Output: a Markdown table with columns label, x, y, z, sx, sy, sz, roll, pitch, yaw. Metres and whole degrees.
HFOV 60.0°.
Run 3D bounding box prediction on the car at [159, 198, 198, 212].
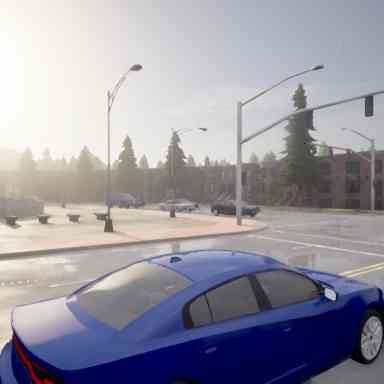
| label | x | y | z | sx | sy | sz | roll | pitch | yaw |
| --- | --- | --- | --- | --- | --- | --- | --- | --- | --- |
| car | -1.811 | 1.601 | 38.072 | 1.895 | 1.301 | 4.718 | 0 | 0 | -39 |

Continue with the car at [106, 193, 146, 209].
| label | x | y | z | sx | sy | sz | roll | pitch | yaw |
| --- | --- | --- | --- | --- | --- | --- | --- | --- | --- |
| car | -9.458 | 1.221 | 45.623 | 5.566 | 2.045 | 2.150 | 0 | 0 | 36 |

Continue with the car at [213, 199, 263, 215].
| label | x | y | z | sx | sy | sz | roll | pitch | yaw |
| --- | --- | --- | --- | --- | --- | --- | --- | --- | --- |
| car | 4.752 | 1.547 | 35.243 | 2.033 | 1.411 | 5.357 | 0 | 0 | -36 |

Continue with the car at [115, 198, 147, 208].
| label | x | y | z | sx | sy | sz | roll | pitch | yaw |
| --- | --- | --- | --- | --- | --- | --- | --- | --- | --- |
| car | -9.090 | 1.601 | 49.620 | 4.718 | 1.301 | 1.895 | 0 | 0 | 34 |

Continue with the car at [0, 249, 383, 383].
| label | x | y | z | sx | sy | sz | roll | pitch | yaw |
| --- | --- | --- | --- | --- | --- | --- | --- | --- | --- |
| car | 0.495 | 1.478 | 4.151 | 5.008 | 1.535 | 1.882 | 0 | 0 | -35 |

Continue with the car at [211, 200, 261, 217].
| label | x | y | z | sx | sy | sz | roll | pitch | yaw |
| --- | --- | --- | --- | --- | --- | --- | --- | --- | --- |
| car | 3.792 | 1.478 | 30.596 | 1.882 | 1.535 | 5.008 | 0 | 0 | -36 |

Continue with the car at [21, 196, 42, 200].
| label | x | y | z | sx | sy | sz | roll | pitch | yaw |
| --- | --- | --- | --- | --- | --- | --- | --- | --- | --- |
| car | -29.903 | 1.505 | 60.676 | 4.892 | 1.490 | 1.837 | 0 | 0 | 5 |
